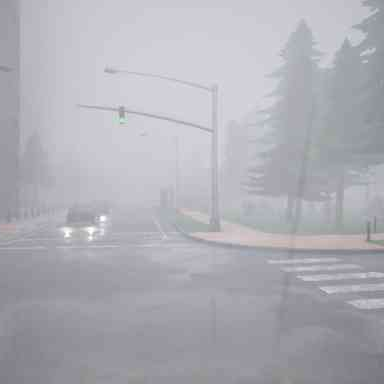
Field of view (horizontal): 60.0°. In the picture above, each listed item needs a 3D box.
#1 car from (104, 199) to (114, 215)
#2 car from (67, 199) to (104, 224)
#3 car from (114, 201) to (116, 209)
[{"bbox_3d":[-9.697,1.550,34.968,2.128,1.511,4.902,0,0,-9],"label":"car"},{"bbox_3d":[-8.103,1.519,25.167,1.882,1.535,5.008,0,0,-9],"label":"car"},{"bbox_3d":[-11.291,1.623,44.997,2.033,1.411,5.357,0,0,-9],"label":"car"}]
